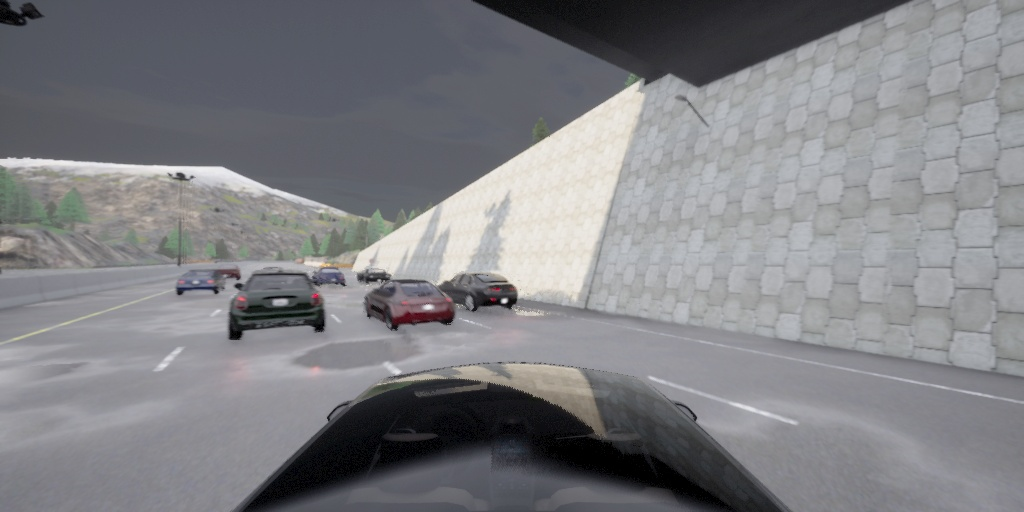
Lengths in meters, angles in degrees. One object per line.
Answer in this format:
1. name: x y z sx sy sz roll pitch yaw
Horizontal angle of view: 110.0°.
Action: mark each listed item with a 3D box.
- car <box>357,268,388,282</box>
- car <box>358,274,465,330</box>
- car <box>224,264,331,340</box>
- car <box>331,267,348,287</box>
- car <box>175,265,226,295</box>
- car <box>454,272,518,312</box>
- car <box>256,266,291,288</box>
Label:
1. car: -11.795 1.684 30.393 1.895 1.301 4.718 1 -1 -34
2. car: -3.473 1.434 11.788 1.994 1.385 4.181 1 -1 -34
3. car: -6.947 1.190 10.687 2.097 1.767 4.553 1 -1 -34
4. car: -13.897 1.556 27.249 1.812 1.442 4.674 1 -1 -34
5. car: -18.291 1.474 21.245 2.033 1.411 5.357 1 -1 -34
6. car: -1.627 1.432 15.313 1.837 1.490 4.892 1 -1 -34
7. car: -18.497 1.563 27.815 2.033 1.411 5.357 1 -1 -34
